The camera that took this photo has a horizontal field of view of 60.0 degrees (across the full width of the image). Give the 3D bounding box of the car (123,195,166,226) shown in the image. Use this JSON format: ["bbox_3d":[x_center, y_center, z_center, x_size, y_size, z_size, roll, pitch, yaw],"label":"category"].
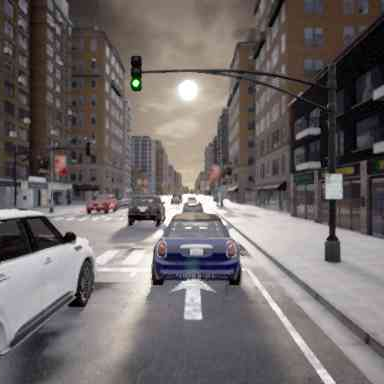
[{"bbox_3d":[-3.147,1.256,23.857,2.150,2.045,5.566,0,0,0],"label":"car"}]

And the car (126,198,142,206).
[{"bbox_3d":[-9.745,1.691,56.346,1.895,1.301,4.718,0,0,0],"label":"car"}]

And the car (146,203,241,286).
[{"bbox_3d":[0.102,1.364,9.593,2.097,1.767,4.553,0,0,0],"label":"car"}]

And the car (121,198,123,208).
[{"bbox_3d":[-9.815,1.597,46.354,1.812,1.442,4.674,0,0,0],"label":"car"}]

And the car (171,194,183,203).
[{"bbox_3d":[-3.237,1.657,65.776,2.033,1.411,5.357,0,0,0],"label":"car"}]

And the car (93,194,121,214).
[{"bbox_3d":[-9.806,1.276,36.620,2.150,2.045,5.566,0,0,2],"label":"car"}]

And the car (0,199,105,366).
[{"bbox_3d":[-3.154,1.227,4.807,2.150,2.045,5.566,0,0,1],"label":"car"}]

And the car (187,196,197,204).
[{"bbox_3d":[0.013,1.636,66.189,1.812,1.442,4.674,0,0,0],"label":"car"}]

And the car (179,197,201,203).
[{"bbox_3d":[0.107,1.539,32.222,2.128,1.511,4.902,0,0,0],"label":"car"}]
